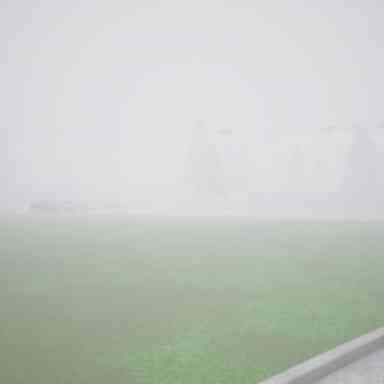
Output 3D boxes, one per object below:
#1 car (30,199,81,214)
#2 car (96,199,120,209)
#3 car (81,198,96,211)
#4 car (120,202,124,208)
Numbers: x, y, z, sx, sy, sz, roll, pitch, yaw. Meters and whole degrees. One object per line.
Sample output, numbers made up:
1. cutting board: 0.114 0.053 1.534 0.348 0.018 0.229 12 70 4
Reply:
1. car: -15.201 1.589 36.435 5.008 1.535 1.882 0 0 11
2. car: -13.209 1.658 46.744 5.008 1.535 1.882 0 0 11
3. car: -14.538 1.656 39.871 4.892 1.490 1.837 0 0 11
4. car: -12.545 1.730 50.180 4.674 1.442 1.812 0 0 11
